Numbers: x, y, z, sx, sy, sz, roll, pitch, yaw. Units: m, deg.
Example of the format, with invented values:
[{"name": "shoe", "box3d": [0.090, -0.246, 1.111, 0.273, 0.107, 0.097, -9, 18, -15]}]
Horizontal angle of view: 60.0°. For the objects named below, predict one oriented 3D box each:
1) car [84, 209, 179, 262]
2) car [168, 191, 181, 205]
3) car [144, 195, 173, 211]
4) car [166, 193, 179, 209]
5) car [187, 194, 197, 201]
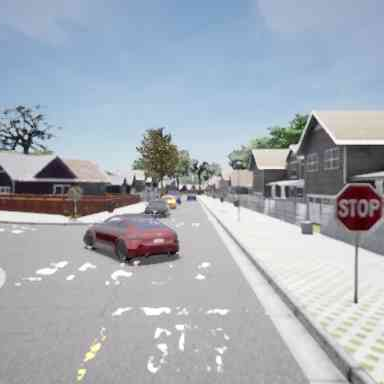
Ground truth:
[{"name": "car", "box3d": [-2.278, 1.472, 11.930, 1.994, 1.385, 4.181, 0, 0, -38]}, {"name": "car", "box3d": [-2.881, 0.882, 52.380, 2.150, 2.045, 5.566, 0, 1, -1]}, {"name": "car", "box3d": [-2.868, 1.305, 28.066, 1.837, 1.490, 4.892, 0, 0, 0]}, {"name": "car", "box3d": [-2.877, 1.212, 39.600, 1.882, 1.535, 5.008, 0, 1, 0]}, {"name": "car", "box3d": [-0.060, 1.075, 69.680, 1.882, 1.535, 5.008, 0, 0, 0]}]
